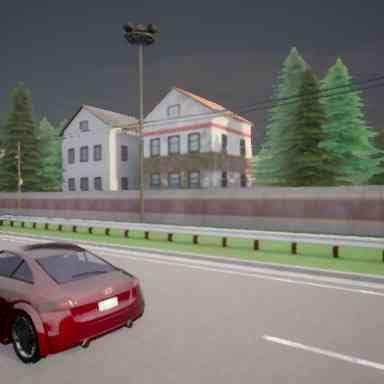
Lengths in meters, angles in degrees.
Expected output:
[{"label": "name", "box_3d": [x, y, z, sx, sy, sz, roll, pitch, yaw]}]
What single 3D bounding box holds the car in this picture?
[{"label": "car", "box_3d": [-2.855, 1.627, 6.027, 4.181, 1.385, 1.994, -1, 0, 35]}]
